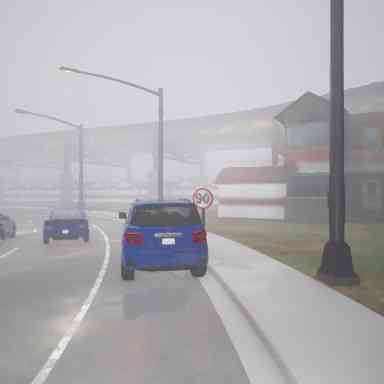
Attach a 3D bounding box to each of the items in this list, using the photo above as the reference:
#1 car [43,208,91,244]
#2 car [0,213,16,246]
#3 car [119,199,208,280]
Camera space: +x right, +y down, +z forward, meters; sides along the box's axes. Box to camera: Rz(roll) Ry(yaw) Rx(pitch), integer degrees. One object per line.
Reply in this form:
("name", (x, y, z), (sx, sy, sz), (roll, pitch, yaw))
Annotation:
("car", (-5.972, 1.485, 16.041), (1.882, 1.535, 5.008), (0, 0, -18))
("car", (-9.298, 1.573, 14.953), (1.994, 1.385, 4.181), (0, 0, -18))
("car", (-1.031, 1.220, 10.224), (2.150, 2.045, 5.566), (0, 0, -11))
